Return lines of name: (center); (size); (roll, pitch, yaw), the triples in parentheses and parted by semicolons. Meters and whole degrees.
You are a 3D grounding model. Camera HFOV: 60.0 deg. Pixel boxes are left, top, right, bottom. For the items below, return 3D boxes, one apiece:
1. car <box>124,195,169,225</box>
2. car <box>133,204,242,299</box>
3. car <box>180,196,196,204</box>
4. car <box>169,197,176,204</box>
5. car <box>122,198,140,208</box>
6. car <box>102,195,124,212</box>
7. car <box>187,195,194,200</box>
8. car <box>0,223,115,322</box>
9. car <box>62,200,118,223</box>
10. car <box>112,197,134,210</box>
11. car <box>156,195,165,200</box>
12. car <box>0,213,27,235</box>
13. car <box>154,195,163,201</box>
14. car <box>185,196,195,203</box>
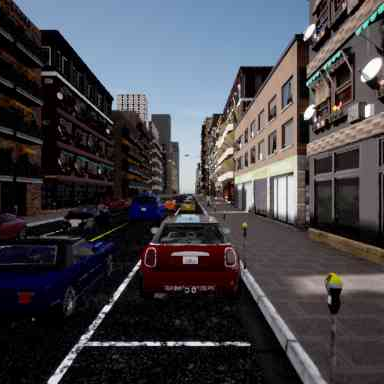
car: (-3.147, 1.222, 24.341); (2.150, 2.045, 5.566); (0, 0, 0)
car: (-0.032, 1.353, 8.619); (2.097, 1.767, 4.553); (0, 0, 0)
car: (-0.454, 1.525, 37.323); (1.752, 1.417, 4.829); (0, 0, 0)
car: (-3.046, 1.351, 39.399); (2.097, 1.767, 4.553); (0, 0, 0)
car: (-8.834, 1.543, 48.430); (1.887, 1.381, 4.507); (0, 0, 0)
car: (-8.833, 1.314, 37.157); (2.192, 1.841, 5.009); (0, 0, 0)
car: (-0.452, 1.513, 93.685); (1.752, 1.417, 4.829); (0, 0, 0)
car: (-3.046, 1.601, 7.194); (1.895, 1.301, 4.718); (0, 0, 0)
car: (-6.246, 1.492, 20.202); (2.128, 1.511, 4.902); (0, 0, 0)
car: (-8.834, 1.439, 42.793); (1.967, 1.590, 4.097); (0, 0, 0)
car: (-8.834, 1.539, 93.519); (2.008, 1.369, 4.403); (0, 0, 0)
car: (-8.835, 1.583, 14.612); (1.802, 1.307, 4.206); (0, 0, 0)
car: (-8.834, 1.541, 87.882); (2.008, 1.369, 4.403); (0, 0, 0)
car: (-0.453, 1.545, 70.970); (2.008, 1.369, 4.403); (0, 0, 0)
